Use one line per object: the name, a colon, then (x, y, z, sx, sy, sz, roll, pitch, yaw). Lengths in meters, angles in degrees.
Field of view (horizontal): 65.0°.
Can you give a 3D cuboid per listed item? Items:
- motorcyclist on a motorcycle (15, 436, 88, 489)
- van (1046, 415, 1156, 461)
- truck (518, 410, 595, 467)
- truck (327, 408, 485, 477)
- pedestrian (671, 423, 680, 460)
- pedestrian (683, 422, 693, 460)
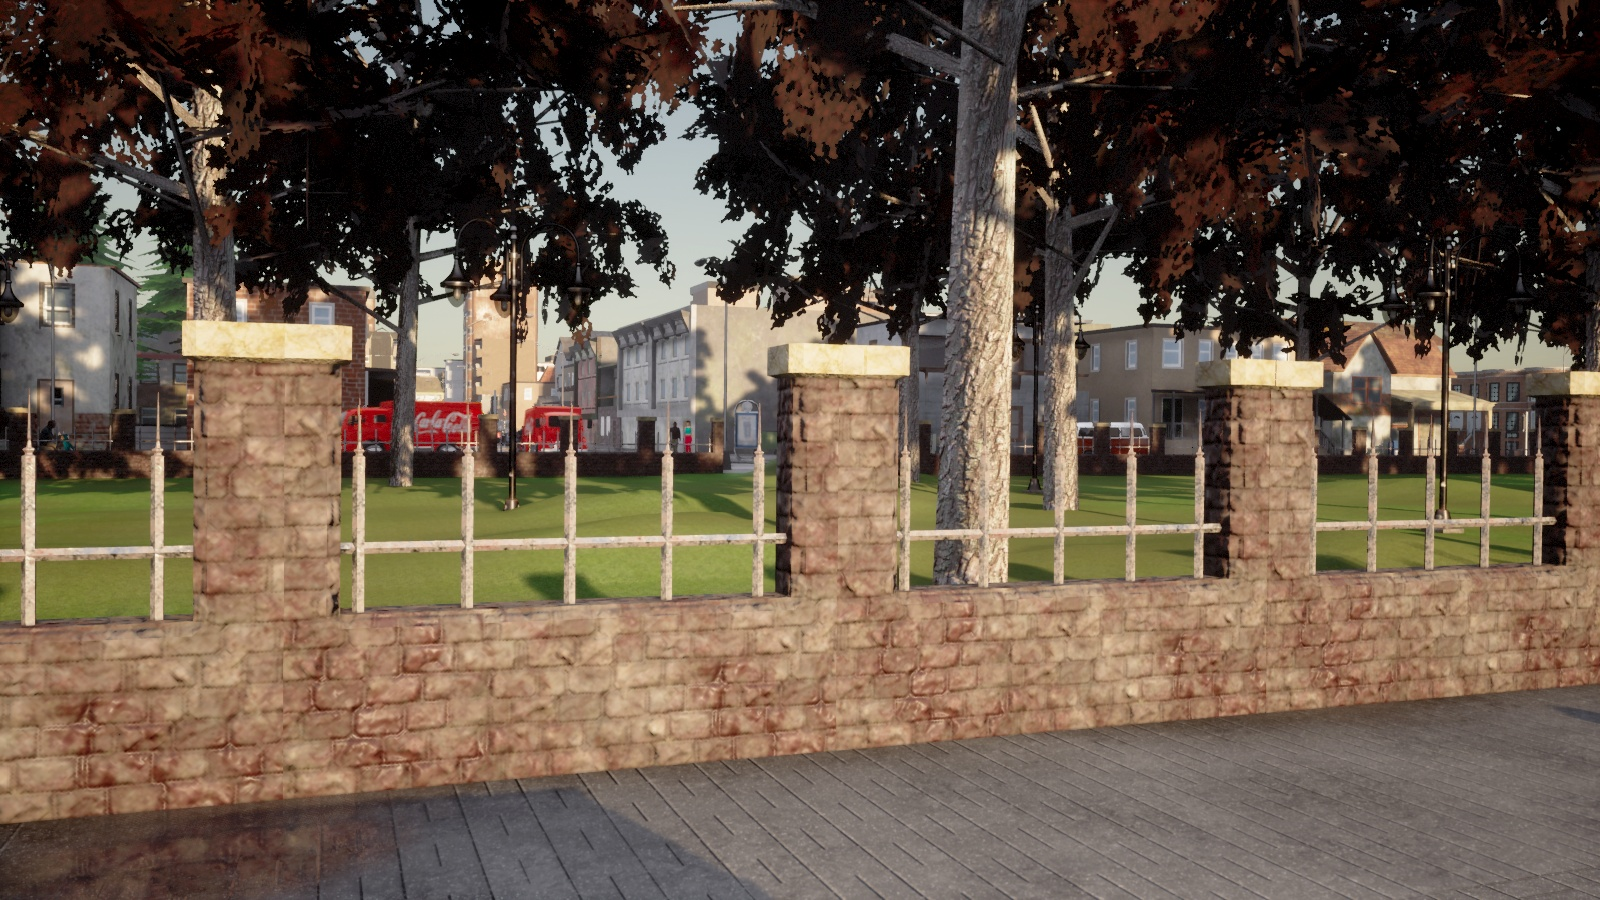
motorcyclist on a motorcycle: (-23.256, 0.367, 39.053, 1.817, 1.590, 0.866, -1, 1, -22)
van: (13.751, -0.562, 57.438, 4.480, 2.038, 2.069, -1, 1, -21)
truck: (-11.109, -0.483, 57.004, 2.627, 2.467, 5.204, 0, 0, -20)
truck: (-14.911, -0.301, 47.518, 5.204, 2.467, 2.627, -1, 0, -30)
pedestrian: (-6.204, -0.441, 62.463, 0.431, 1.840, 0.703, -1, 1, -4)
pedestrian: (-5.517, -0.440, 61.904, 0.345, 1.836, 0.594, 0, 1, 11)
